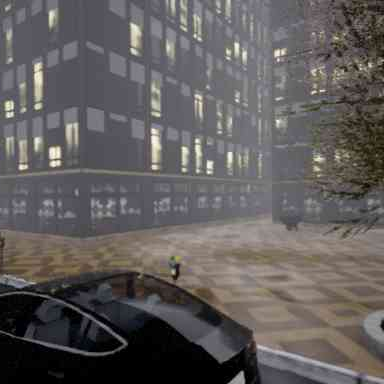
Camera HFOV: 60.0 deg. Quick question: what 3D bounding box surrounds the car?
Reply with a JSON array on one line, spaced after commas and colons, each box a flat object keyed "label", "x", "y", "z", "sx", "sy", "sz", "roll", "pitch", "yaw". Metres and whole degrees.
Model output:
[{"label": "car", "x": -1.361, "y": 1.595, "z": 3.809, "sx": 4.313, "sy": 1.339, "sz": 1.947, "roll": -1, "pitch": -1, "yaw": 35}]
